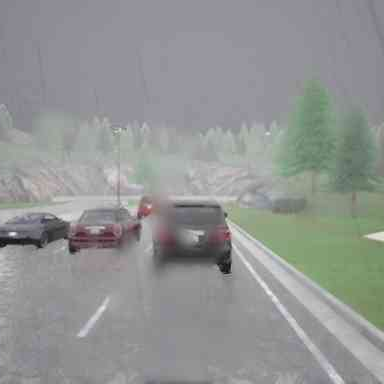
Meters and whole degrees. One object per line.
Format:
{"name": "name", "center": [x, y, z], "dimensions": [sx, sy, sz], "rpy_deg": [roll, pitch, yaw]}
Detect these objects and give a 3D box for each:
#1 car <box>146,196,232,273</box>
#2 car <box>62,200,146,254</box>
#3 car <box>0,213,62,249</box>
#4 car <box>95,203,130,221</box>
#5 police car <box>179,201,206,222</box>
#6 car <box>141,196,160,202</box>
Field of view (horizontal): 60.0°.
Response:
{"name": "car", "center": [0.037, 1.264, 10.974], "dimensions": [2.150, 2.045, 5.566], "rpy_deg": [0, 0, 0]}
{"name": "car", "center": [-3.439, 1.408, 13.983], "dimensions": [2.097, 1.767, 4.553], "rpy_deg": [0, 0, 1]}
{"name": "car", "center": [-6.930, 1.618, 14.935], "dimensions": [1.994, 1.385, 4.181], "rpy_deg": [0, -1, 0]}
{"name": "car", "center": [-6.933, 1.711, 29.443], "dimensions": [1.895, 1.301, 4.718], "rpy_deg": [0, 0, 0]}
{"name": "police car", "center": [0.057, 1.606, 28.311], "dimensions": [2.038, 1.542, 4.974], "rpy_deg": [0, -1, 0]}
{"name": "car", "center": [-3.433, 1.335, 29.723], "dimensions": [2.150, 2.045, 5.566], "rpy_deg": [0, 0, 0]}
